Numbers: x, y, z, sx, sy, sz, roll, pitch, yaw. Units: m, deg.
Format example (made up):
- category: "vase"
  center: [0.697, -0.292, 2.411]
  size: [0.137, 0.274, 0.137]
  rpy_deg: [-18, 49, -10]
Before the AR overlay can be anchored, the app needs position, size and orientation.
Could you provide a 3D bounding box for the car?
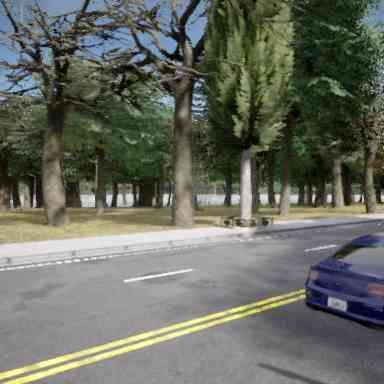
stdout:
- category: "car"
  center: [4.055, 1.508, 6.331]
  size: [4.674, 1.442, 1.812]
  rpy_deg: [0, 0, -35]
